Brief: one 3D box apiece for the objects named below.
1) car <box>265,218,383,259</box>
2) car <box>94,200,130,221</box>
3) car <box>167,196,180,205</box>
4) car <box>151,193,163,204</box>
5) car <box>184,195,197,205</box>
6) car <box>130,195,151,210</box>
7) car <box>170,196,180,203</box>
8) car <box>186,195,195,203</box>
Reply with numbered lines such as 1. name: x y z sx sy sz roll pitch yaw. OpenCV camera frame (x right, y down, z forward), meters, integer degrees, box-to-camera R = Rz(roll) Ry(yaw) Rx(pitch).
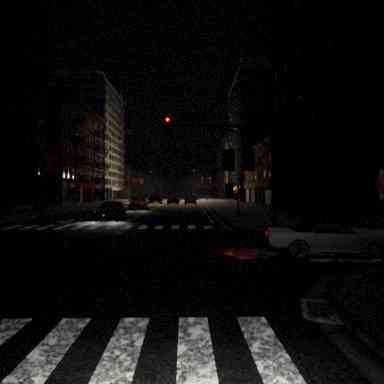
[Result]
1. car: 5.048 1.608 11.798 4.718 1.301 1.895 0 0 8
2. car: -6.724 1.495 27.661 1.837 1.490 4.892 0 1 0
3. car: -3.416 1.454 59.665 1.882 1.535 5.008 0 0 0
4. car: -6.782 1.181 63.007 2.150 2.045 5.566 0 0 0
5. car: -0.258 1.329 58.236 2.097 1.767 4.553 0 0 0
6. car: -6.786 1.338 41.452 2.097 1.767 4.553 0 0 0
7. car: -3.475 1.572 69.819 1.895 1.301 4.718 0 0 0
8. car: -0.303 1.449 68.268 1.882 1.535 5.008 0 0 0
